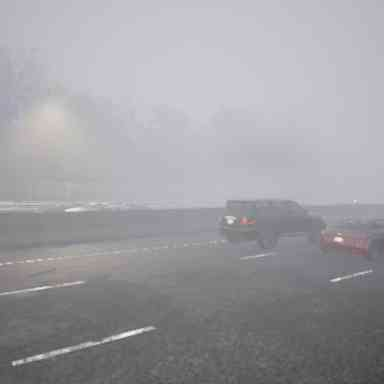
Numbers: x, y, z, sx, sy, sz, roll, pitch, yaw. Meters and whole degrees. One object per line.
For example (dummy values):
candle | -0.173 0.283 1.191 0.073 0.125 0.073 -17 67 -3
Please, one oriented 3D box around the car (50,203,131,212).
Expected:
car | -6.338 1.613 20.966 4.181 1.385 1.994 1 0 -35

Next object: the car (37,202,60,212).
car | -11.433 1.549 30.227 4.902 1.511 2.128 1 0 -35

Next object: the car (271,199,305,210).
car | 14.015 1.815 48.342 4.902 1.511 2.128 0 0 -35

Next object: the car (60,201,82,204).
car | -8.309 1.594 28.157 4.674 1.442 1.812 1 0 -35

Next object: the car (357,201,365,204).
car | 24.813 1.976 51.709 5.357 1.411 2.033 1 0 -35

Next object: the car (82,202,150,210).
car | -5.524 1.567 25.844 4.902 1.511 2.128 1 0 -35

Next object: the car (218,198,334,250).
car | 3.733 1.307 15.009 5.566 2.045 2.150 1 0 -35

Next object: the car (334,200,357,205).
car | 18.959 1.936 43.233 4.718 1.301 1.895 1 0 -35

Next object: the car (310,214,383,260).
car | 6.805 1.660 12.897 4.181 1.385 1.994 1 0 -36
